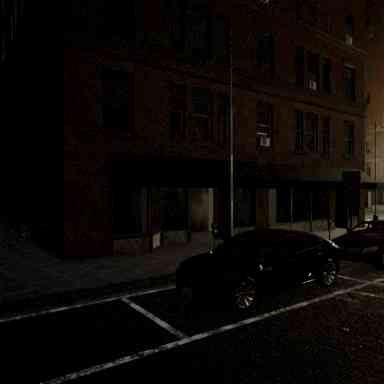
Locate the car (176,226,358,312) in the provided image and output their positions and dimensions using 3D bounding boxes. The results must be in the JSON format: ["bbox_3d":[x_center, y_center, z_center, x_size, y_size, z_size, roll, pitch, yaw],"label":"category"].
[{"bbox_3d":[1.681,1.566,7.713,4.313,1.339,1.947,0,0,-35],"label":"car"}]

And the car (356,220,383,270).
[{"bbox_3d":[6.170,1.583,10.893,4.206,1.307,1.802,0,0,-35],"label":"car"}]
